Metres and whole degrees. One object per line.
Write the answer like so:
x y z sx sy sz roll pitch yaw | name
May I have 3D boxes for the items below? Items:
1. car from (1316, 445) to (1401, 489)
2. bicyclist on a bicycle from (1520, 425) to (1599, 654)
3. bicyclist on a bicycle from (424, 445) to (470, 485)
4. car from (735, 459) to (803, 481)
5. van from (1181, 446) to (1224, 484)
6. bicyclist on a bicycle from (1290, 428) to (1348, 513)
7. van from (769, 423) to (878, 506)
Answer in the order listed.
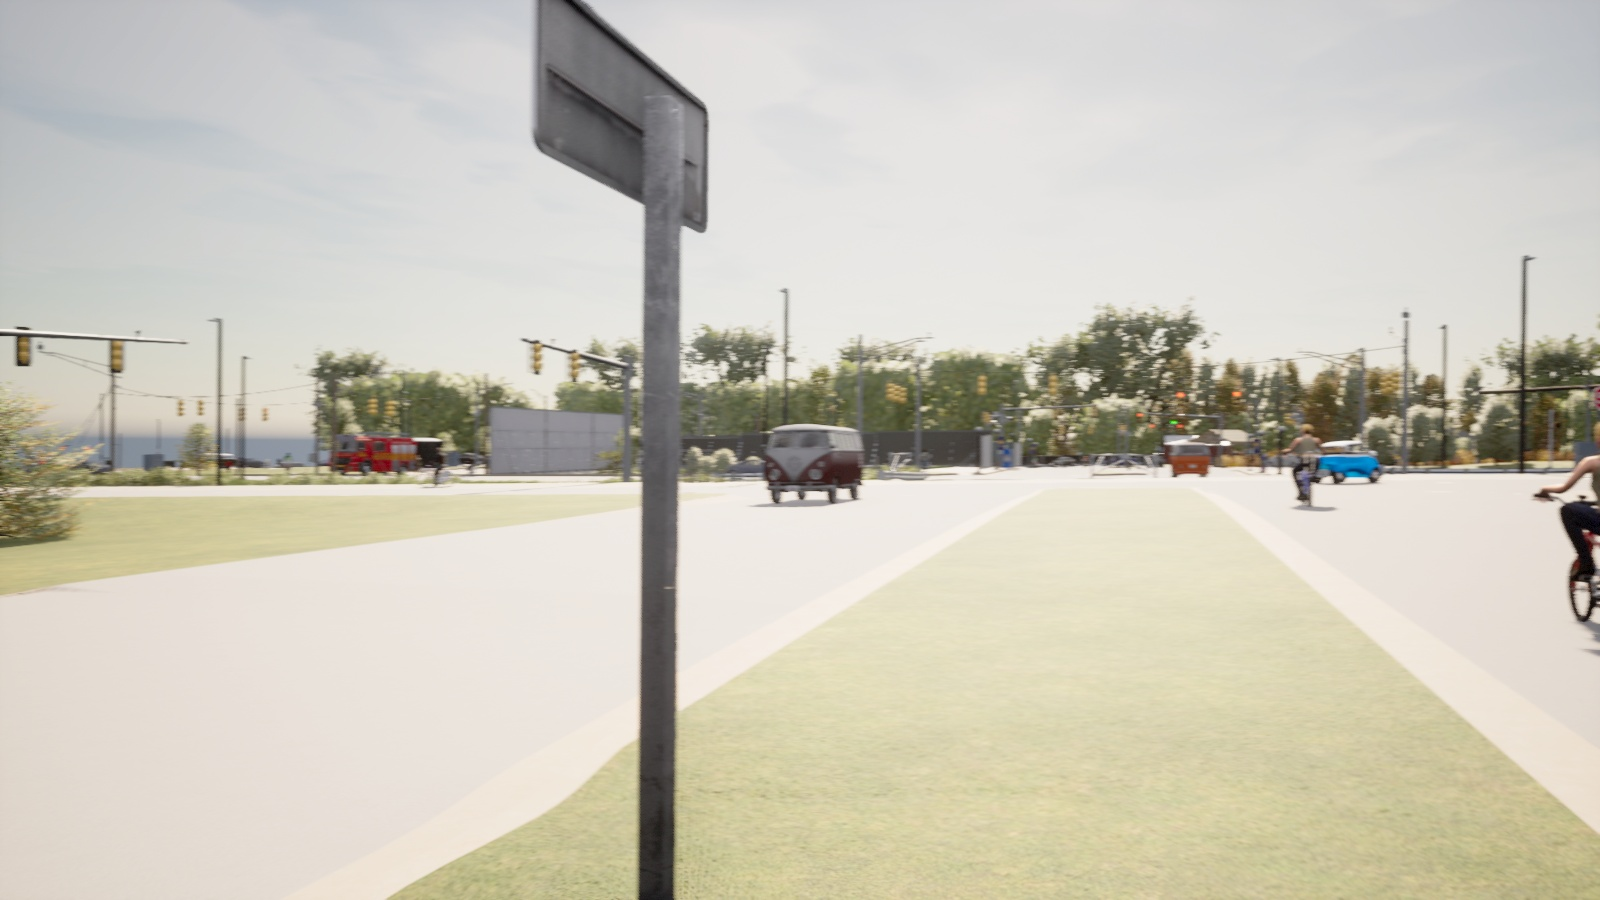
18.008 0.538 40.501 2.207 1.376 1.481 -1 -1 -30 | car
6.137 0.624 9.467 0.866 1.612 1.509 1 1 16 | bicyclist on a bicycle
-15.589 0.665 55.475 1.843 1.776 0.659 0 0 15 | bicyclist on a bicycle
-2.070 1.325 84.000 4.181 1.385 1.994 0 0 15 | car
21.466 0.760 67.084 1.775 1.987 4.442 0 0 13 | van
10.166 0.381 24.636 0.866 1.612 1.509 0 0 15 | bicyclist on a bicycle
0.692 0.366 32.467 1.775 1.987 4.442 0 0 15 | van
